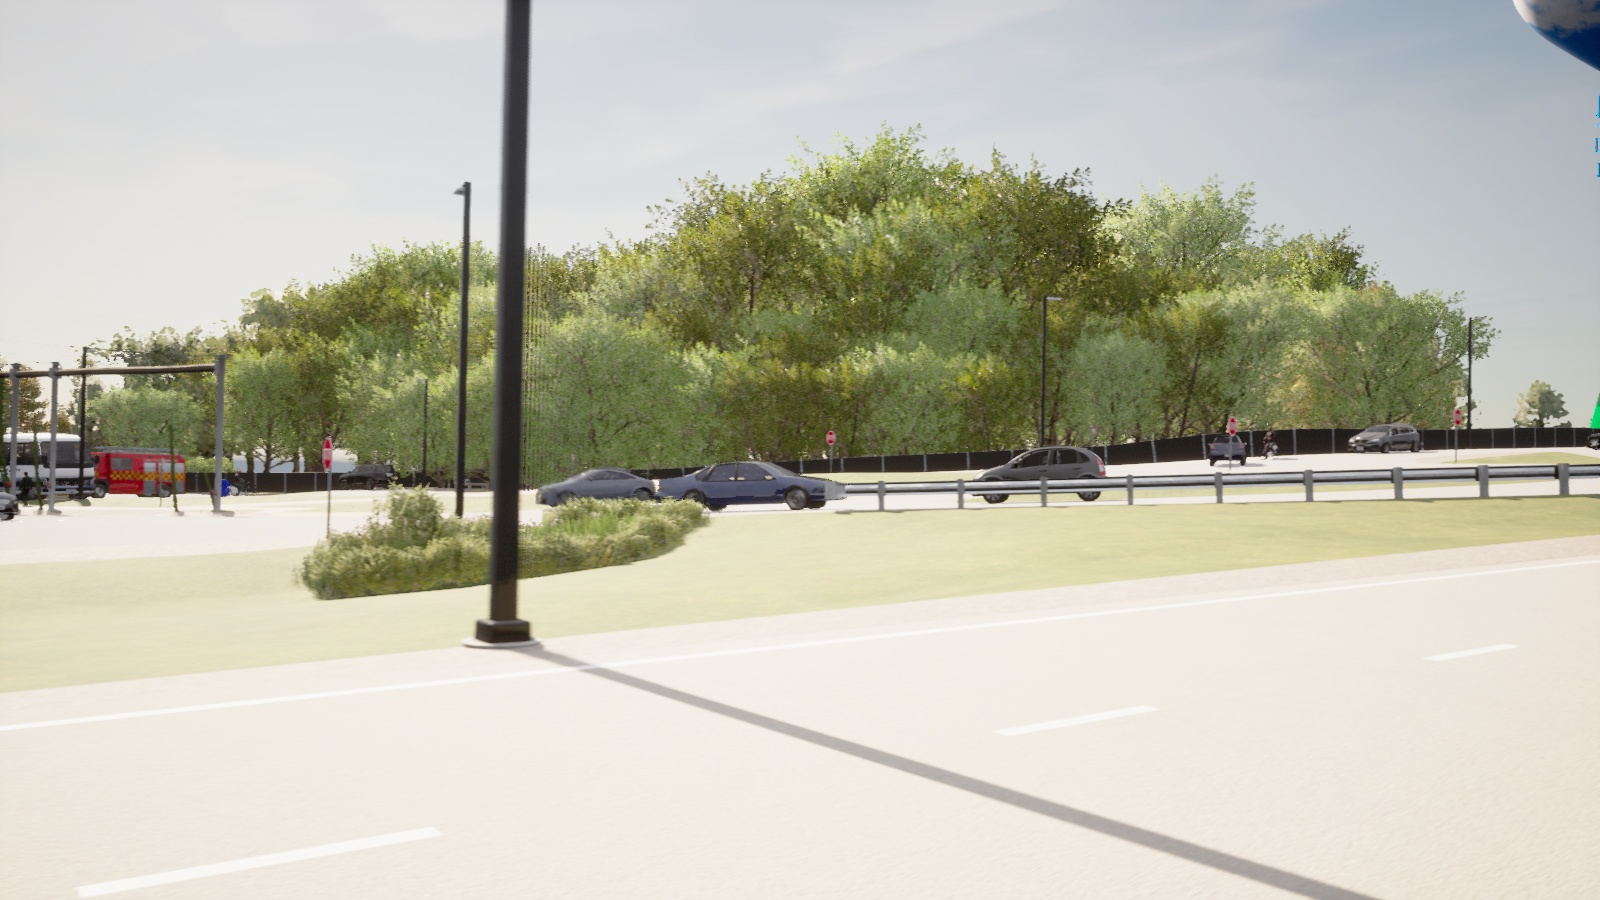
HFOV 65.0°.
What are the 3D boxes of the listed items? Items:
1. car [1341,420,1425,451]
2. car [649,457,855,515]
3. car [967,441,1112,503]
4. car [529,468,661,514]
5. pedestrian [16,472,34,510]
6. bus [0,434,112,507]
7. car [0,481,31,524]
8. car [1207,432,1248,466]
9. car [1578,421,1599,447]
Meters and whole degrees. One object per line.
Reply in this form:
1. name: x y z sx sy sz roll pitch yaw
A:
1. car: 33.720 -0.857 72.561 4.611 1.667 2.242 -2 1 -33
2. car: -1.331 1.021 35.173 5.357 1.411 2.033 -3 -2 18
3. car: 7.022 0.656 36.703 3.988 1.617 1.851 -2 -2 14
4. car: -7.223 1.408 44.256 4.181 1.385 1.994 -2 1 -24
5. pedestrian: -39.878 2.111 64.617 0.788 1.949 0.423 0 -1 30
6. bus: -47.651 1.303 77.718 10.273 4.253 3.944 -1 0 29
7. car: -30.402 1.921 45.595 4.902 1.511 2.128 -2 -2 30
8. car: 21.080 -0.088 61.969 1.845 1.501 3.633 -2 1 18
9. car: 47.765 -0.955 72.503 2.128 1.511 4.902 -1 1 -10
